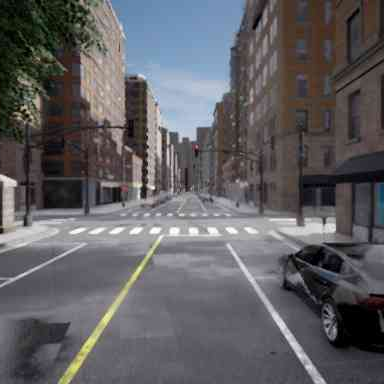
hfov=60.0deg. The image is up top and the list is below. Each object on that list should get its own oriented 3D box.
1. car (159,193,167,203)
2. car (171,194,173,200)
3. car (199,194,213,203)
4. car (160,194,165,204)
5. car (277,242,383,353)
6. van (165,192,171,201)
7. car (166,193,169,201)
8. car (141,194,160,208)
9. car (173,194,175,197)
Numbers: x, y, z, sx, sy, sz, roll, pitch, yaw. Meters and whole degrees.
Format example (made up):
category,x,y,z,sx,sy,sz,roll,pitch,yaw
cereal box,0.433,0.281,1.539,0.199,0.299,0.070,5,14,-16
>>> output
category,x,y,z,sx,sy,sz,roll,pitch,yaw
car,-5.667,1.309,54.974,1.887,1.381,4.507,0,0,0
car,-5.666,1.256,71.327,2.008,1.369,4.403,0,0,0
car,2.858,1.184,60.460,1.967,1.590,4.097,0,0,0
car,-5.667,1.336,49.523,2.008,1.369,4.403,0,0,0
car,2.857,1.541,6.085,1.947,1.339,4.313,0,0,0
van,-5.667,1.065,65.875,1.690,1.788,3.998,0,0,0
car,-5.667,1.288,60.425,1.887,1.381,4.507,0,0,0
car,-5.667,1.334,43.903,1.752,1.417,4.829,0,0,0
car,-5.667,1.002,76.777,2.192,1.841,5.009,0,0,0
